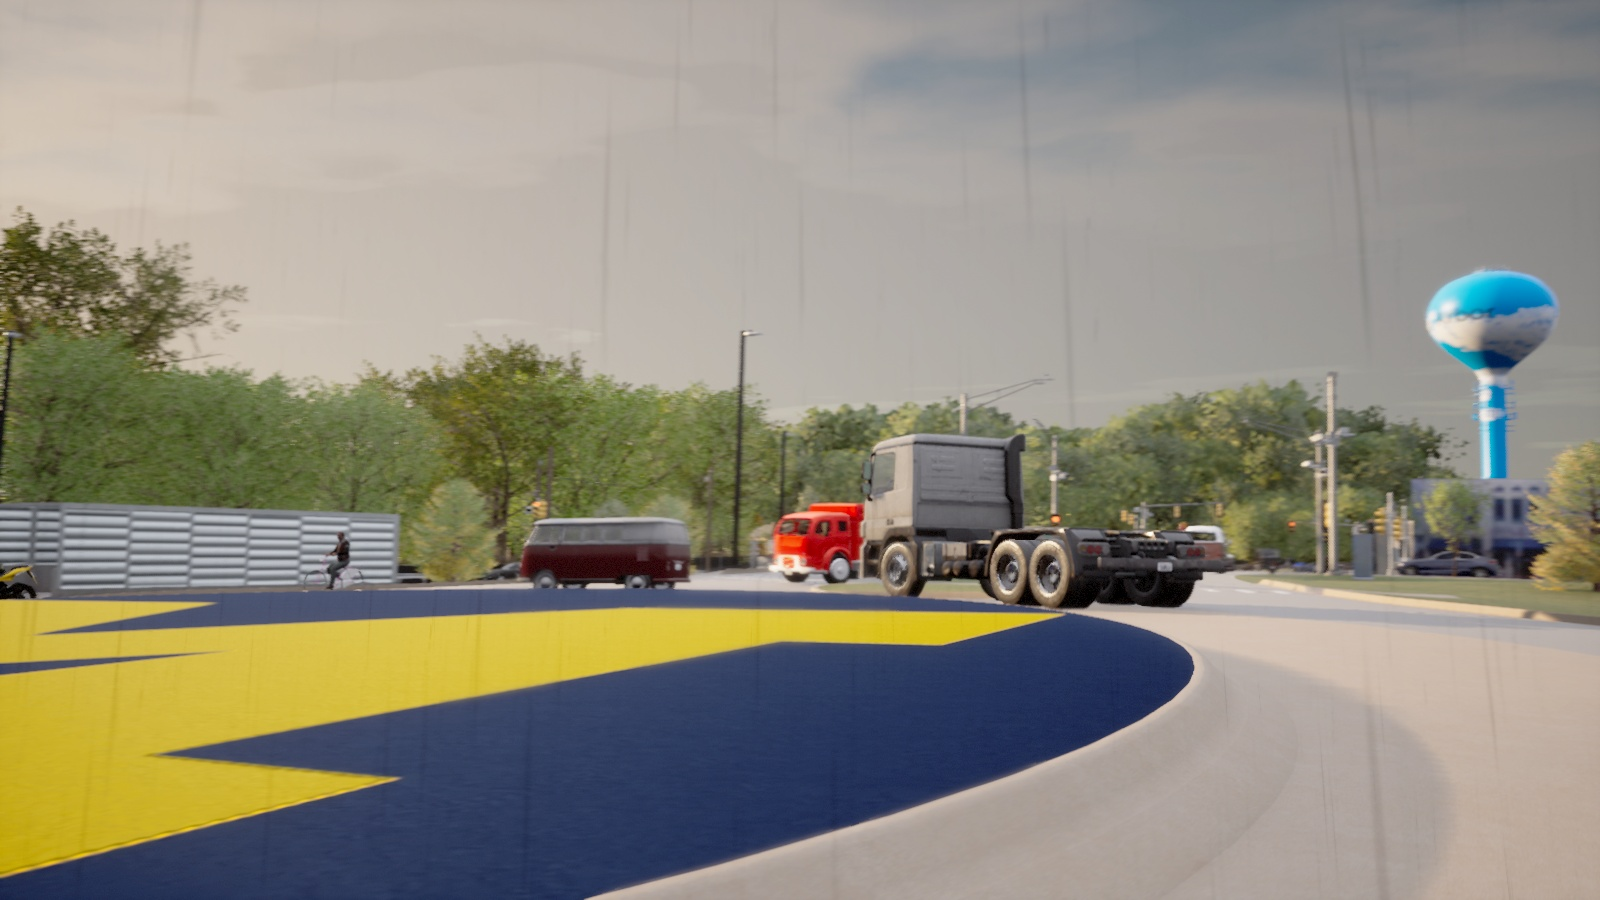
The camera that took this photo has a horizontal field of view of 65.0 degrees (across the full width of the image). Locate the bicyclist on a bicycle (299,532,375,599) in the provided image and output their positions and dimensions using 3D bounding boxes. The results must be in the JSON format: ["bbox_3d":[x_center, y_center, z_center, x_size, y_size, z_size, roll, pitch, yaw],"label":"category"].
[{"bbox_3d":[-12.718,3.160,34.540,0.659,1.776,1.843,-5,-6,38],"label":"bicyclist on a bicycle"}]

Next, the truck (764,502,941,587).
[{"bbox_3d":[1.689,2.881,39.290,5.204,2.467,2.627,3,-4,-42],"label":"truck"}]

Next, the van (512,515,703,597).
[{"bbox_3d":[-4.858,2.716,31.783,4.442,1.987,1.775,-2,-6,20],"label":"van"}]

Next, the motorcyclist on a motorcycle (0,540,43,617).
[{"bbox_3d":[-16.781,2.688,25.797,2.044,1.523,0.797,-1,-7,-26],"label":"motorcyclist on a motorcycle"}]

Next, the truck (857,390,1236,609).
[{"bbox_3d":[4.260,1.154,24.025,2.891,3.462,7.936,3,-6,-26],"label":"truck"}]

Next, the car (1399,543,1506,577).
[{"bbox_3d":[34.906,5.897,67.344,5.027,1.651,2.152,-1,-6,26],"label":"car"}]

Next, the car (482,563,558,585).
[{"bbox_3d":[-19.775,8.728,88.834,4.892,1.490,1.837,3,-5,-31],"label":"car"}]

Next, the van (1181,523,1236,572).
[{"bbox_3d":[18.338,4.396,56.261,2.069,2.038,4.480,-1,-6,21],"label":"van"}]
